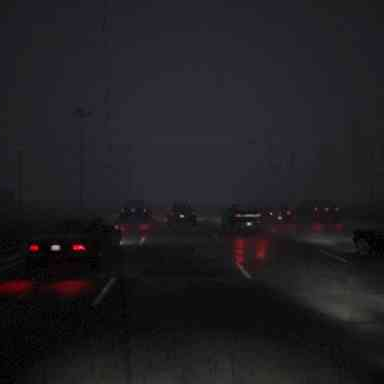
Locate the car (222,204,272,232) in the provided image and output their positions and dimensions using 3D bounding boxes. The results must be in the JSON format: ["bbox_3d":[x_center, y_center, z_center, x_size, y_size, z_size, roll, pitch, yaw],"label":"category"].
[{"bbox_3d":[2.919,1.460,19.936,2.128,1.511,4.902,0,0,-2],"label":"car"}]

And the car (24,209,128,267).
[{"bbox_3d":[-3.752,1.550,11.476,2.033,1.411,5.357,0,0,-2],"label":"car"}]

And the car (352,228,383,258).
[{"bbox_3d":[6.802,1.565,9.933,1.895,1.301,4.718,0,0,-2],"label":"car"}]

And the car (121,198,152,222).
[{"bbox_3d":[-4.303,1.343,26.061,2.097,1.767,4.553,0,0,-2],"label":"car"}]

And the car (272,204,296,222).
[{"bbox_3d":[6.211,1.551,25.831,1.895,1.301,4.718,0,0,-1],"label":"car"}]

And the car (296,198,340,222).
[{"bbox_3d":[9.702,1.289,26.218,2.097,1.767,4.553,0,0,-2],"label":"car"}]

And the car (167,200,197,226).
[{"bbox_3d":[-0.717,1.542,23.641,1.994,1.385,4.181,0,0,-2],"label":"car"}]

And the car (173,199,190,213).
[{"bbox_3d":[-1.235,1.567,38.241,1.895,1.301,4.718,0,0,-2],"label":"car"}]
